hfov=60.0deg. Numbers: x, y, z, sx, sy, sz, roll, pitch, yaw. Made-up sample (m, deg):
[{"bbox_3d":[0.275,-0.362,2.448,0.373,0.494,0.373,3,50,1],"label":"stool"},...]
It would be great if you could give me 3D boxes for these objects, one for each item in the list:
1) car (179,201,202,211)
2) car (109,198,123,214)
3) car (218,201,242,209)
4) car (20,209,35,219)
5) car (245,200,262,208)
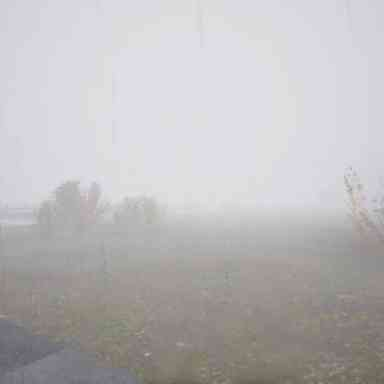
[{"bbox_3d":[-0.150,2.196,53.485,1.812,1.442,4.674,-2,-2,36],"label":"car"},{"bbox_3d":[-8.152,1.742,42.412,2.150,2.045,5.566,-2,-1,36],"label":"car"},{"bbox_3d":[6.498,2.212,56.597,2.033,1.411,5.357,-2,-2,36],"label":"car"},{"bbox_3d":[-14.380,1.952,33.761,2.033,1.411,5.357,-2,-1,36],"label":"car"},{"bbox_3d":[11.845,2.291,64.023,1.812,1.442,4.674,-2,-2,36],"label":"car"}]
